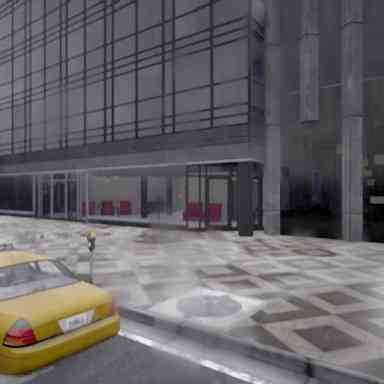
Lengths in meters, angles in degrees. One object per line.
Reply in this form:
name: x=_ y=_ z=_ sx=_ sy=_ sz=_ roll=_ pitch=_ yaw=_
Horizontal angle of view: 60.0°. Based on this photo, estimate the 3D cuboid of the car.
car: x=-3.246 y=1.513 z=5.406 sx=4.829 sy=1.417 sz=1.752 roll=0 pitch=0 yaw=37
